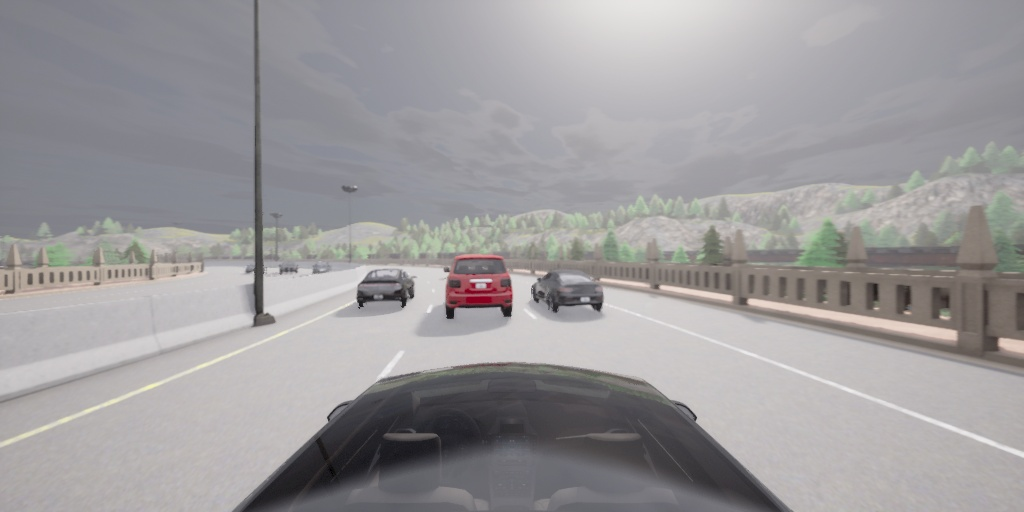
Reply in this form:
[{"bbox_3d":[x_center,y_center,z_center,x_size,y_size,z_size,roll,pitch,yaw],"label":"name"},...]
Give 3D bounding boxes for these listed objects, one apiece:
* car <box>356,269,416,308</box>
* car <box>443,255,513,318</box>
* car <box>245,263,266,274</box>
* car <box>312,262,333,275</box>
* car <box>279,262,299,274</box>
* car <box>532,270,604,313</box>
[{"bbox_3d":[-5.277,1.283,15.457,2.128,1.511,4.902,0,0,-10],"label":"car"},{"bbox_3d":[-1.327,0.983,13.287,2.150,2.045,5.566,0,0,-9],"label":"car"},{"bbox_3d":[-32.212,1.566,45.163,1.994,1.385,4.181,0,0,-33],"label":"car"},{"bbox_3d":[-21.501,1.411,40.673,2.128,1.511,4.902,0,0,-28],"label":"car"},{"bbox_3d":[-28.129,1.477,45.240,1.837,1.490,4.892,0,-1,-32],"label":"car"},{"bbox_3d":[2.047,1.261,14.012,1.812,1.442,4.674,0,0,-9],"label":"car"}]
